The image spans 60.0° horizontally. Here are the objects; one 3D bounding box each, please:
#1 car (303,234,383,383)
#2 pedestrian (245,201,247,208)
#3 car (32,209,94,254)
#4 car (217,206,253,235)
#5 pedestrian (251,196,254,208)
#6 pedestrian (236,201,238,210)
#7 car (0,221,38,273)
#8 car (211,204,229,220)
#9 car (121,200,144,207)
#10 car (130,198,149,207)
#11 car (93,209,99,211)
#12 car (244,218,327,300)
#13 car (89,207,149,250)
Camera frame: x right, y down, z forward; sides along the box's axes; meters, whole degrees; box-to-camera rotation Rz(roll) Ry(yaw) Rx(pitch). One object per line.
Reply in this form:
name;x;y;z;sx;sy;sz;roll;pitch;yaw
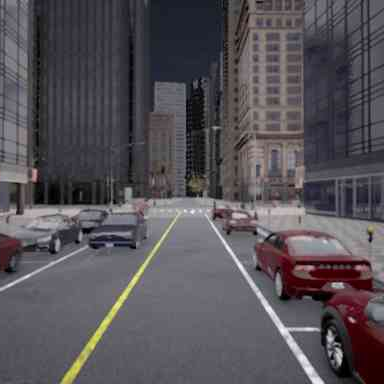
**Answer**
car;2.677;1.458;2.888;1.967;1.590;4.097;1;0;0
pedestrian;7.157;1.467;44.319;0.375;1.860;0.375;0;-1;0
car;-5.844;1.641;13.815;2.008;1.369;4.403;1;0;0
car;2.683;1.713;19.265;1.802;1.307;4.206;0;0;0
pedestrian;8.157;1.421;44.919;0.375;1.860;0.375;0;-1;0
pedestrian;6.157;1.780;45.514;0.375;1.300;0.375;0;-1;0
car;-5.847;1.634;8.355;1.802;1.307;4.206;1;0;0
car;2.688;1.767;30.185;1.887;1.381;4.507;0;-1;0
car;-5.836;1.746;30.021;1.752;1.417;4.829;0;0;0
car;-5.832;1.587;35.653;2.192;1.841;5.009;0;-1;0
car;-5.842;1.697;19.273;1.947;1.339;4.313;1;0;0
car;2.678;1.597;8.346;1.887;1.381;4.507;1;0;0
car;-3.093;1.647;15.157;2.033;1.411;5.357;0;0;0
